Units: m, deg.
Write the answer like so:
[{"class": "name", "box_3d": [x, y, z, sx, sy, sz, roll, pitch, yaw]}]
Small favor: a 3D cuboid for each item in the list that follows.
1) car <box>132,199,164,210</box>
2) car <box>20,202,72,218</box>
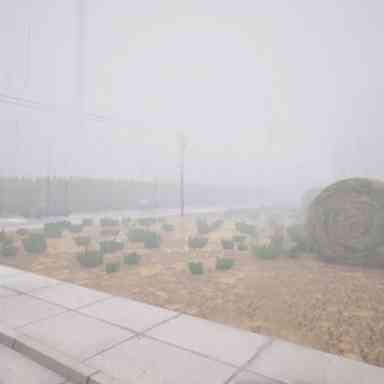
[{"class": "car", "box_3d": [-5.264, 1.533, 40.332, 1.812, 1.442, 4.674, 0, 0, 33]}, {"class": "car", "box_3d": [-12.625, 1.572, 28.952, 1.994, 1.385, 4.181, 0, 0, 33]}]
